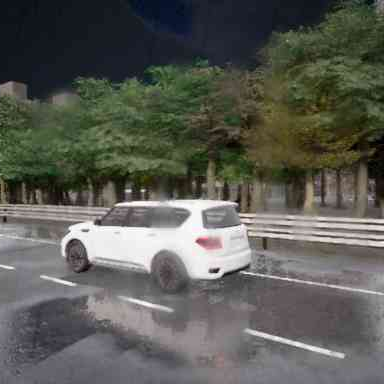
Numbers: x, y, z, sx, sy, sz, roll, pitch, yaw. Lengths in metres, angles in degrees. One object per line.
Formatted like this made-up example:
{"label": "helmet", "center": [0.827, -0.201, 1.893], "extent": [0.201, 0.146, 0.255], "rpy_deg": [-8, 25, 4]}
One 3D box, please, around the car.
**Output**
{"label": "car", "center": [-1.161, 1.225, 9.001], "extent": [5.566, 2.045, 2.150], "rpy_deg": [0, 0, 36]}
